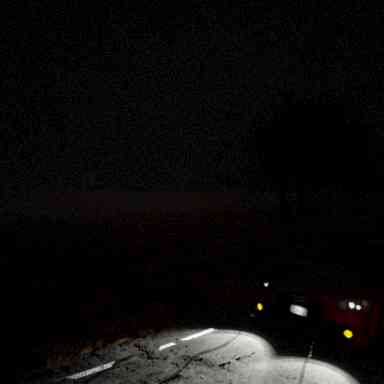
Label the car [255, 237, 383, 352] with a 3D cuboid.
[{"bbox_3d":[3.061,1.586,6.287,4.181,1.385,1.994,0,0,-42],"label":"car"}]
